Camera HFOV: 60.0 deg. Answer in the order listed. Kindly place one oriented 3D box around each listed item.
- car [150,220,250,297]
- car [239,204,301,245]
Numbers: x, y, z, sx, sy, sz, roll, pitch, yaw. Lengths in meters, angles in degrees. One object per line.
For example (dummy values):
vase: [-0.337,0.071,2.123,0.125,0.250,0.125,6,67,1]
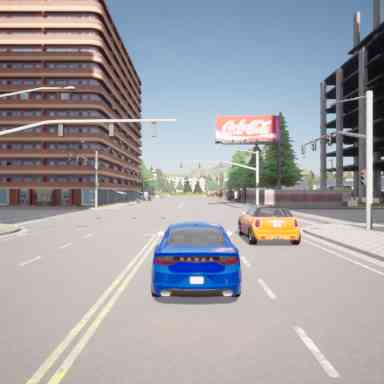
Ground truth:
car: [0.084,1.478,8.619,1.882,1.535,5.008,0,0,0]
car: [3.472,1.352,15.708,2.097,1.767,4.553,0,0,0]
